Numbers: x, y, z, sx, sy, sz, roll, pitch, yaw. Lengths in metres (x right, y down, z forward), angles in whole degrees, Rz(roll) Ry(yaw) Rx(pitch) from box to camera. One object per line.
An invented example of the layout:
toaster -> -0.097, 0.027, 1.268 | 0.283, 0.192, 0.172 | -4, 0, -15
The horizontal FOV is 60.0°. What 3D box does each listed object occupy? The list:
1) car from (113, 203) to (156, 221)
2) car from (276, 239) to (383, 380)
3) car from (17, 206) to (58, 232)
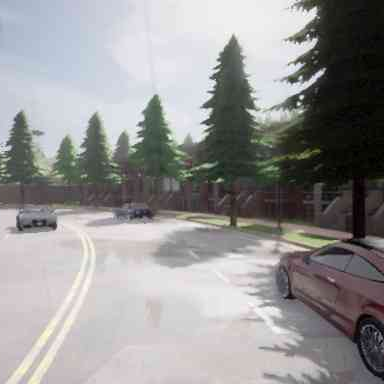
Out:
car -> -4.623, 1.520, 26.135 | 1.895, 1.301, 4.718 | -1, 0, -32
car -> 2.923, 1.482, 5.360 | 1.812, 1.442, 4.674 | 0, 0, -6
car -> -9.345, 1.542, 19.967 | 1.994, 1.385, 4.181 | 0, 0, -30
